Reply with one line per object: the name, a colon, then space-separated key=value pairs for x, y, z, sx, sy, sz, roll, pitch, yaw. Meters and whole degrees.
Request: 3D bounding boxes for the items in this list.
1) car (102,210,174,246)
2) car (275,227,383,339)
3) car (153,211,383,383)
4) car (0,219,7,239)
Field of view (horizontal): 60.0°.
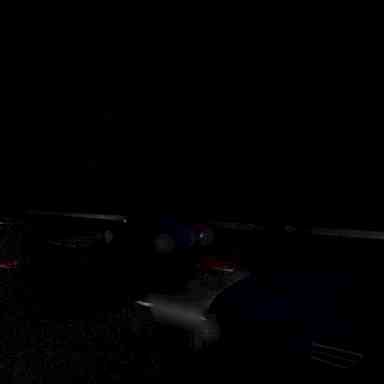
car: x=-1.630 y=1.484 z=13.756 sx=5.008 sy=1.535 sz=1.882 roll=0 pitch=0 yaw=36
car: x=3.949 y=1.526 z=5.474 sx=4.674 sy=1.442 sz=1.812 roll=0 pitch=0 yaw=36
car: x=2.579 y=1.220 z=2.150 sx=5.566 sy=2.045 sz=2.150 roll=0 pitch=0 yaw=36
car: x=-10.654 y=1.537 z=15.901 sx=4.674 sy=1.442 sz=1.812 roll=0 pitch=0 yaw=36
